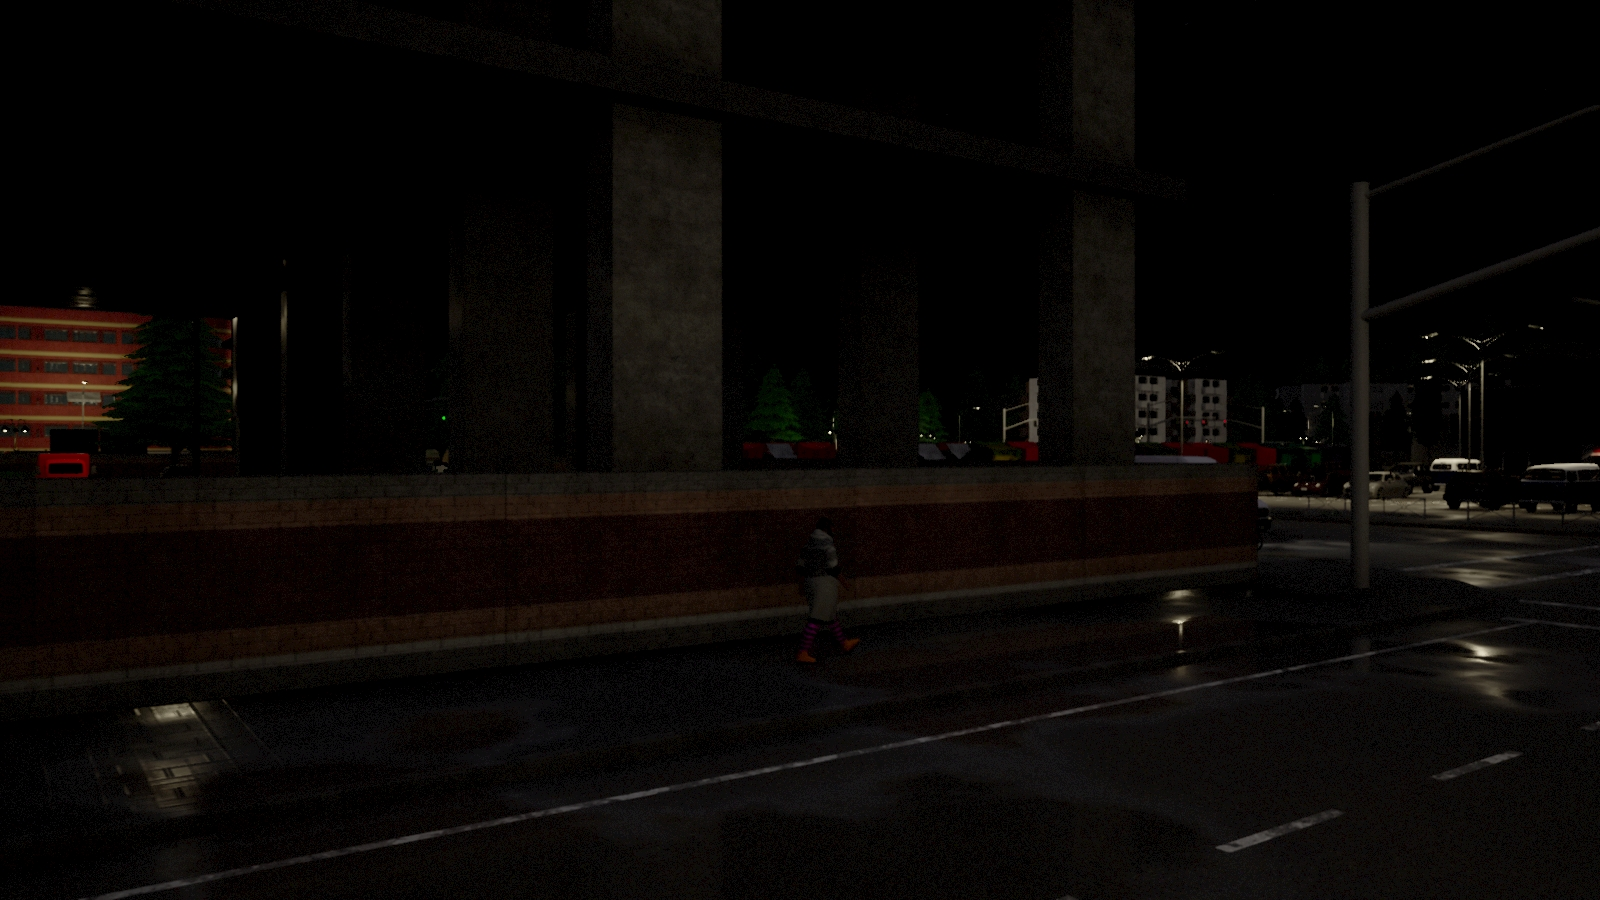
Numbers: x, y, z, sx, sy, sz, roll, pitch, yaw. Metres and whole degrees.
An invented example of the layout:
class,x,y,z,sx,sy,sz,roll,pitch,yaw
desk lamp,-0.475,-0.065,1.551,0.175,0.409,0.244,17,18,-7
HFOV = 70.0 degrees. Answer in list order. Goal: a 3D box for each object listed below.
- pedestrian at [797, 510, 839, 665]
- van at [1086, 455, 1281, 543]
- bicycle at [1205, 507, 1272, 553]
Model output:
class,x,y,z,sx,sy,sz,roll,pitch,yaw
pedestrian,0.227,1.690,14.182,0.375,1.860,0.375,0,0,-32
van,12.162,1.460,36.687,1.988,2.561,5.915,0,0,-35
bicycle,11.886,2.160,30.995,0.859,1.126,1.487,0,0,-35
